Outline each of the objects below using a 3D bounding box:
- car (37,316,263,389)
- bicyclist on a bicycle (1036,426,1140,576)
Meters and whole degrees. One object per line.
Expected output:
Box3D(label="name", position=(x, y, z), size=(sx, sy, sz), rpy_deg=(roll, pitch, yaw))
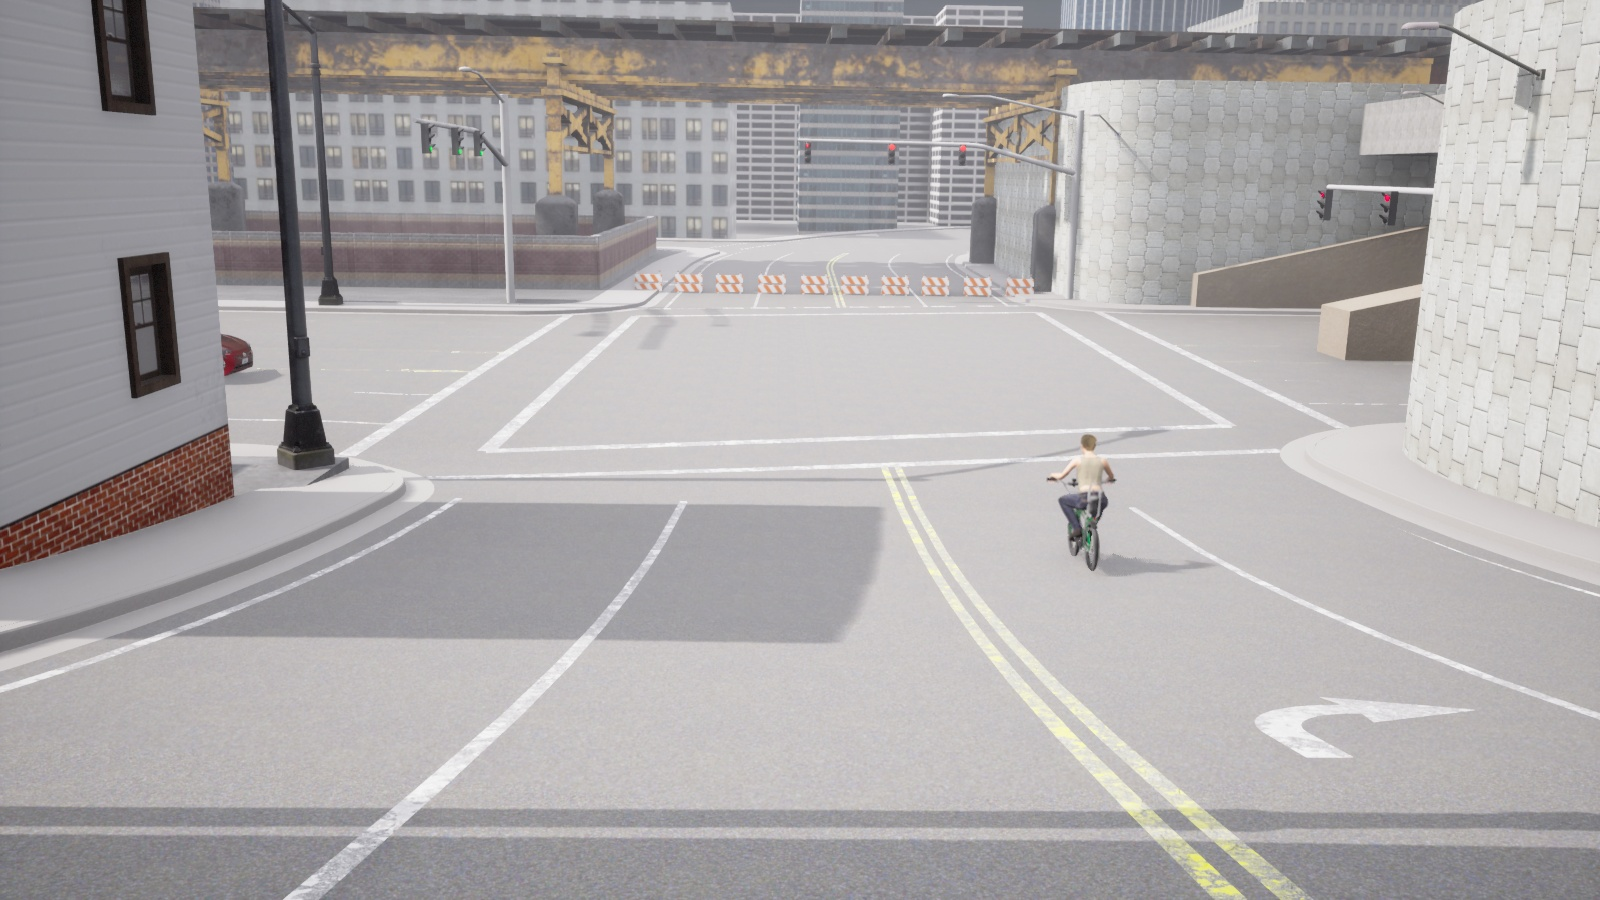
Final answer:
Box3D(label="car", position=(-16.276, -2.487, 31.650), size=(4.514, 1.525, 2.007), rpy_deg=(0, 12, 0))
Box3D(label="bicyclist on a bicycle", position=(3.466, 0.578, 15.250), size=(0.866, 1.612, 1.509), rpy_deg=(0, 6, 0))
